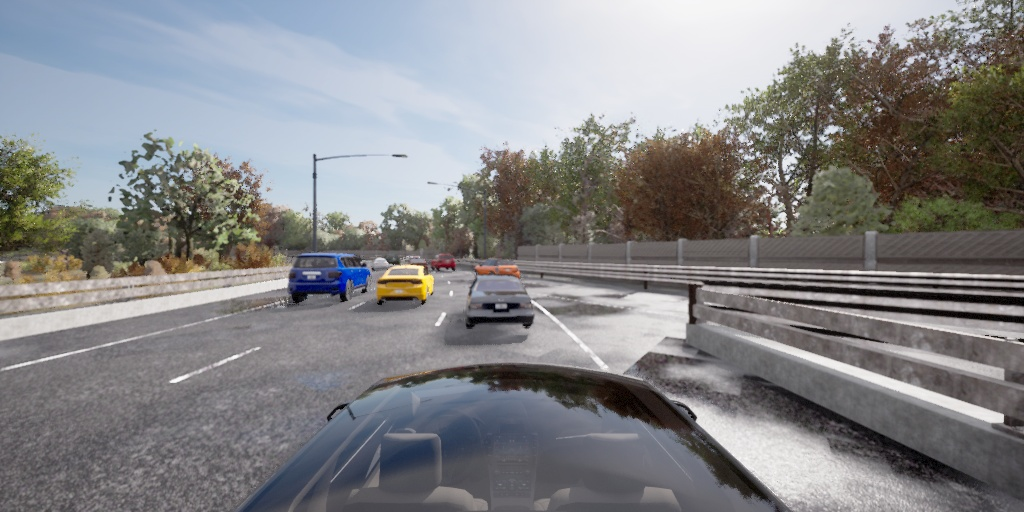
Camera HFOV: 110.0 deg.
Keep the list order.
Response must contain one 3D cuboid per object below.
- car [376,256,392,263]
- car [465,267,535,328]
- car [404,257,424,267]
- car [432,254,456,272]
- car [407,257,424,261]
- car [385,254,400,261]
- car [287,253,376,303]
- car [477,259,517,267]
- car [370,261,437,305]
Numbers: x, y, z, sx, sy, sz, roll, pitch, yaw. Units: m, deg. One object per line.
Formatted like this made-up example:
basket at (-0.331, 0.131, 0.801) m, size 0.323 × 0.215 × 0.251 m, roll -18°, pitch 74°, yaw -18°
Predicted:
car at (-16.557, 1.071, 44.933) m, size 1.812 × 1.442 × 4.674 m, roll 0°, pitch 0°, yaw -24°
car at (-0.495, 1.253, 11.186) m, size 2.033 × 1.411 × 5.357 m, roll 0°, pitch 0°, yaw -5°
car at (-16.324, 0.968, 59.573) m, size 2.128 × 1.511 × 4.902 m, roll 0°, pitch 0°, yaw -30°
car at (-8.415, 0.776, 43.557) m, size 2.150 × 2.045 × 5.566 m, roll 0°, pitch 1°, yaw -23°
car at (-10.351, 1.051, 38.984) m, size 1.882 × 1.535 × 5.008 m, roll 0°, pitch 0°, yaw -20°
car at (-19.976, 0.700, 58.954) m, size 2.150 × 2.045 × 5.566 m, roll 0°, pitch 0°, yaw -30°
car at (-8.151, 0.901, 16.523) m, size 2.150 × 2.045 × 5.566 m, roll 0°, pitch 0°, yaw -8°
car at (-1.252, 0.985, 26.581) m, size 2.097 × 1.767 × 4.553 m, roll 0°, pitch 0°, yaw -27°
car at (-4.571, 1.161, 15.856) m, size 1.882 × 1.535 × 5.008 m, roll 0°, pitch 0°, yaw -8°
